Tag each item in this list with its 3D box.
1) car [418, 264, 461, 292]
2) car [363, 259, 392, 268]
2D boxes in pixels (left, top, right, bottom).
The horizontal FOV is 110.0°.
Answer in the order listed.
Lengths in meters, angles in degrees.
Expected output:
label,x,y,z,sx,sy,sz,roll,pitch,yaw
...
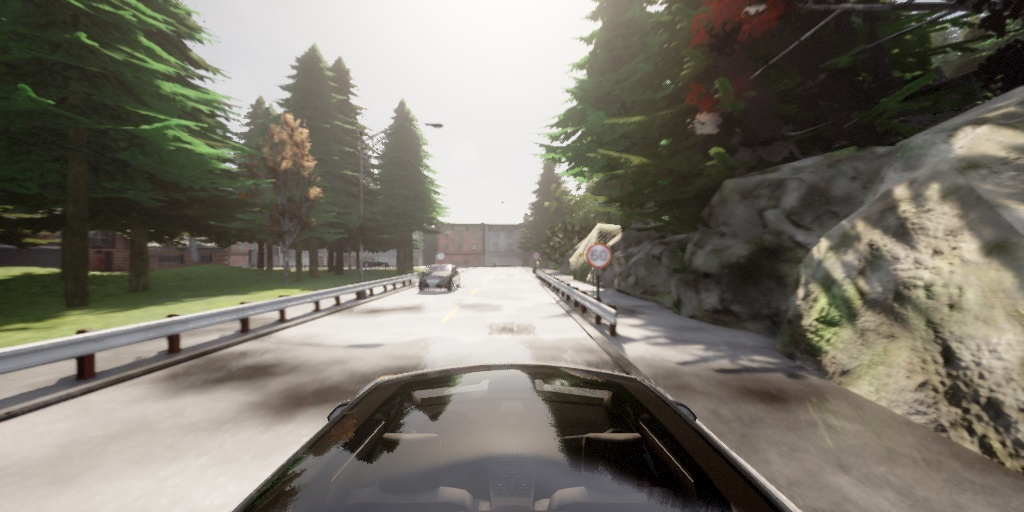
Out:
label,x,y,z,sx,sy,sz,roll,pitch,yaw
car,-4.158,1.244,21.165,2.128,1.511,4.902,0,0,0
car,-22.649,1.226,59.763,5.008,1.535,1.882,0,0,0
